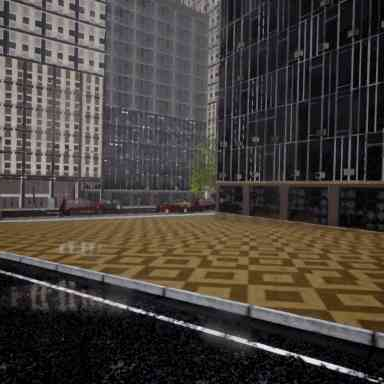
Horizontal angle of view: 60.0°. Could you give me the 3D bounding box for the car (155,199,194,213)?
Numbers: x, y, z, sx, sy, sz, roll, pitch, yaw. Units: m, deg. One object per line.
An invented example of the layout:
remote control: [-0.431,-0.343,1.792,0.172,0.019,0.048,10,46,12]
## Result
car: [-2.513,1.966,42.697,4.507,1.381,1.887,1,1,-34]

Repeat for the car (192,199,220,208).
car: [2.392,1.873,55.605,4.313,1.339,1.947,1,1,-34]

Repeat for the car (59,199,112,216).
car: [-11.862,1.645,36.288,5.009,1.841,2.192,1,1,-34]

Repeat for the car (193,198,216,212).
car: [2.169,1.782,45.896,5.009,1.841,2.192,1,1,-34]

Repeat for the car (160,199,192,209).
car: [-2.425,1.785,52.305,4.829,1.417,1.752,1,1,-34]

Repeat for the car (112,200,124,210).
car: [-11.640,1.721,45.996,4.403,1.369,2.008,1,1,-34]
